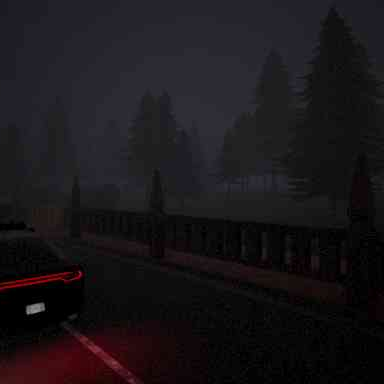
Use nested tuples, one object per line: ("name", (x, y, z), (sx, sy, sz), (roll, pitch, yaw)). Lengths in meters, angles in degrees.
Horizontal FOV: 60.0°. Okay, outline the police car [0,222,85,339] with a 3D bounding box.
("police car", (-3.937, 1.423, 6.558), (1.930, 1.638, 5.238), (0, 0, -43))
